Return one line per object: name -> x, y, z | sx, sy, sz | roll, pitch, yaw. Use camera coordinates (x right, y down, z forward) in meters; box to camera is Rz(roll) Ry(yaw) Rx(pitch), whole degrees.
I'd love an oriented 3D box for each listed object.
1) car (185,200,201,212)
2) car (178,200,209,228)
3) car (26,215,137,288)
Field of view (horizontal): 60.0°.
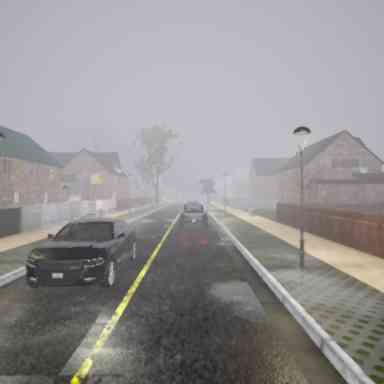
car -> 0.114, 1.720, 41.692 | 1.994, 1.385, 4.181 | 0, 0, 0
car -> 0.108, 1.542, 22.457 | 2.128, 1.511, 4.902 | 0, 0, 0
car -> -2.818, 1.492, 9.500 | 1.882, 1.535, 5.008 | 0, 0, 0
